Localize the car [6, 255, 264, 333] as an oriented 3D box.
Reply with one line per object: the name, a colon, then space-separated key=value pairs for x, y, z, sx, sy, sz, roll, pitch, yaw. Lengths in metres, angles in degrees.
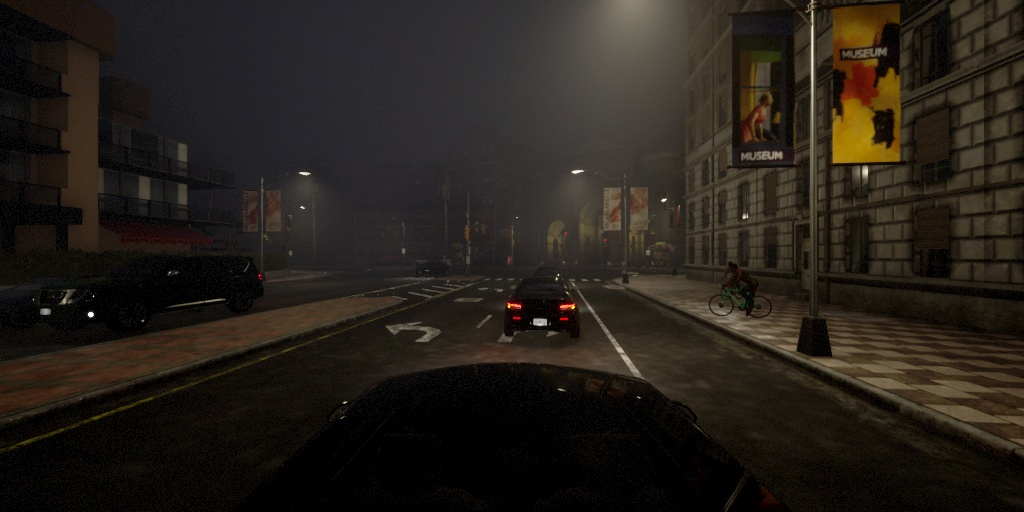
car: x=-10.705 y=0.971 z=11.256 sx=2.150 sy=2.045 sz=5.566 roll=0 pitch=0 yaw=8

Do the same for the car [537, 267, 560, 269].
car: x=1.936 y=1.276 z=18.952 sx=1.812 sy=1.442 sz=4.674 roll=0 pitch=0 yaw=7

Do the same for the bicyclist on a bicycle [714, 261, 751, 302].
bicyclist on a bicycle: x=9.284 y=1.050 z=15.085 sx=1.656 sy=1.620 sz=0.582 roll=0 pitch=0 yaw=-28

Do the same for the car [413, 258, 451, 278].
car: x=-7.732 y=1.255 z=34.809 sx=1.837 sy=1.490 sz=4.892 roll=-2 pitch=0 yaw=15

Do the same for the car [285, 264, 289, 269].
car: x=-32.550 y=1.314 z=48.539 sx=4.181 sy=1.385 sz=1.994 roll=0 pitch=0 yaw=7

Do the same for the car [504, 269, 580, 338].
car: x=0.885 y=1.276 z=10.110 sx=1.812 sy=1.442 sz=4.674 roll=0 pitch=0 yaw=7

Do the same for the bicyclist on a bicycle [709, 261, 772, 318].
bicyclist on a bicycle: x=6.862 y=1.051 z=10.824 sx=1.656 sy=1.620 sz=0.582 roll=0 pitch=0 yaw=22

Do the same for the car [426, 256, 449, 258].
car: x=-11.855 y=0.971 z=53.220 sx=5.566 sy=2.045 sz=2.150 roll=0 pitch=0 yaw=7

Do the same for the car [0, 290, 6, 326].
car: x=-14.195 y=1.297 z=11.681 sx=2.033 sy=1.411 sz=5.357 roll=0 pitch=0 yaw=7
